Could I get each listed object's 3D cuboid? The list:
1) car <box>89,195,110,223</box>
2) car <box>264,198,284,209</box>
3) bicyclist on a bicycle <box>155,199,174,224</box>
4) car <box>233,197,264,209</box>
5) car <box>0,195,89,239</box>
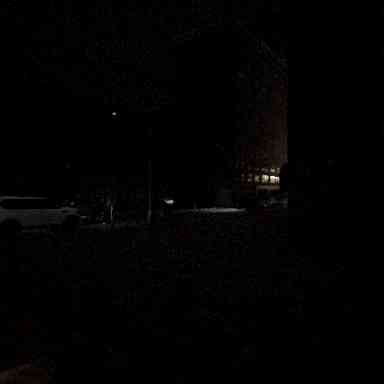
[{"bbox_3d":[-8.332,1.233,23.224,2.150,2.045,5.566,0,0,35],"label":"car"},{"bbox_3d":[10.900,1.488,45.117,1.812,1.442,4.674,0,0,35],"label":"car"},{"bbox_3d":[-1.860,1.308,22.208,1.656,1.620,0.582,0,0,35],"label":"bicyclist on a bicycle"},{"bbox_3d":[7.365,1.457,45.152,2.128,1.511,4.902,0,0,36],"label":"car"},{"bbox_3d":[-8.614,1.242,17.741,2.150,2.045,5.566,0,0,35],"label":"car"}]
